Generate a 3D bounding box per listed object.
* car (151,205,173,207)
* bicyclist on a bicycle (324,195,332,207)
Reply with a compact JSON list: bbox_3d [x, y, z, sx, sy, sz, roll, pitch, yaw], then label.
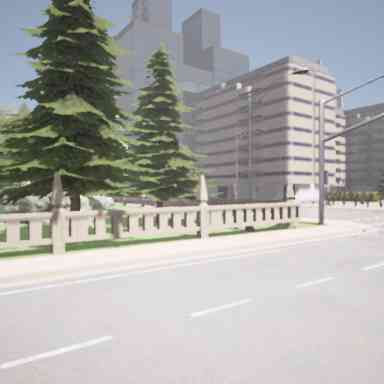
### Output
[{"bbox_3d":[-4.520,1.464,49.391,2.033,1.411,5.357,0,0,-35],"label":"car"},{"bbox_3d":[17.661,1.169,43.190,1.656,1.620,0.582,0,0,-35],"label":"bicyclist on a bicycle"}]
